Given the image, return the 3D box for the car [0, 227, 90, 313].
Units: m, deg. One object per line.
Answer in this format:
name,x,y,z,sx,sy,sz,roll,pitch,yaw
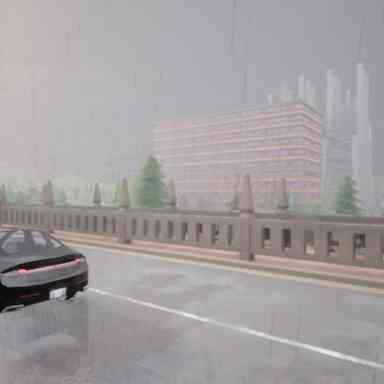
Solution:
car,-4.237,1.493,7.028,4.902,1.511,2.128,0,0,35
